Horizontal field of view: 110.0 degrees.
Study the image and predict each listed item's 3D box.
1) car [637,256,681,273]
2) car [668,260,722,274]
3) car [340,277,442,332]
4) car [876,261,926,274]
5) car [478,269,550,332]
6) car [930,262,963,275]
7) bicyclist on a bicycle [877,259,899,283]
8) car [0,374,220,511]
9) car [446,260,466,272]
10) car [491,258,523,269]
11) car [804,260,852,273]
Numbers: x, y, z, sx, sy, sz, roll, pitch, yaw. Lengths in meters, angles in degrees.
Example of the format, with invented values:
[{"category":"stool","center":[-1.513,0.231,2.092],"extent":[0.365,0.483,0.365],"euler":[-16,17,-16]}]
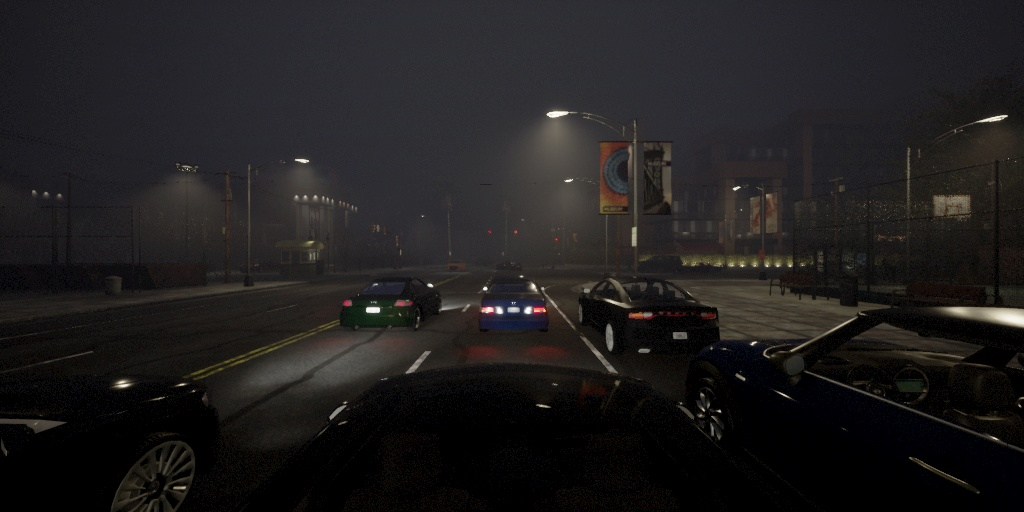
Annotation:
[{"category":"car","center":[17.531,0.973,42.921],"extent":[5.566,2.045,2.150],"euler":[0,0,0]},{"category":"car","center":[20.249,1.351,39.405],"extent":[4.718,1.301,1.895],"euler":[0,0,-1]},{"category":"car","center":[-3.444,1.314,10.930],"extent":[1.994,1.385,4.181],"euler":[0,0,0]},{"category":"car","center":[43.478,1.298,39.544],"extent":[5.357,1.411,2.033],"euler":[0,0,0]},{"category":"car","center":[0.055,1.297,10.827],"extent":[2.033,1.411,5.357],"euler":[0,0,0]},{"category":"car","center":[45.154,1.314,36.046],"extent":[4.181,1.385,1.994],"euler":[0,0,-1]},{"category":"bicyclist on a bicycle","center":[26.060,1.051,24.979],"extent":[0.582,1.620,1.656],"euler":[0,0,-1]},{"category":"car","center":[-3.400,1.242,1.057],"extent":[2.128,1.511,4.902],"euler":[0,0,0]},{"category":"car","center":[-7.067,1.227,45.666],"extent":[1.882,1.535,5.008],"euler":[0,0,1]},{"category":"car","center":[-0.471,1.314,46.781],"extent":[1.994,1.385,4.181],"euler":[0,0,-37]},{"category":"car","center":[37.955,1.257,43.039],"extent":[4.892,1.490,1.837],"euler":[1,0,0]}]
